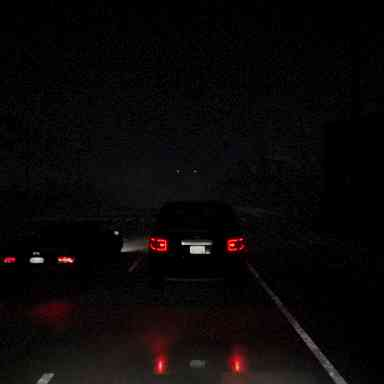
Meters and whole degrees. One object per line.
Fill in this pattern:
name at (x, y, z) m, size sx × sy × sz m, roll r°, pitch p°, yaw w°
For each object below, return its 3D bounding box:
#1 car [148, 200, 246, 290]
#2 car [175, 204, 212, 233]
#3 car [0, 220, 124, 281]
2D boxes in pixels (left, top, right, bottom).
car at (0.094, 1.223, 9.235) m, size 2.150 × 2.045 × 5.566 m, roll 0°, pitch 0°, yaw 0°
car at (0.088, 1.548, 20.977) m, size 2.033 × 1.411 × 5.357 m, roll 0°, pitch 0°, yaw 0°
car at (-3.411, 1.548, 9.812) m, size 2.033 × 1.411 × 5.357 m, roll 0°, pitch 0°, yaw 0°
